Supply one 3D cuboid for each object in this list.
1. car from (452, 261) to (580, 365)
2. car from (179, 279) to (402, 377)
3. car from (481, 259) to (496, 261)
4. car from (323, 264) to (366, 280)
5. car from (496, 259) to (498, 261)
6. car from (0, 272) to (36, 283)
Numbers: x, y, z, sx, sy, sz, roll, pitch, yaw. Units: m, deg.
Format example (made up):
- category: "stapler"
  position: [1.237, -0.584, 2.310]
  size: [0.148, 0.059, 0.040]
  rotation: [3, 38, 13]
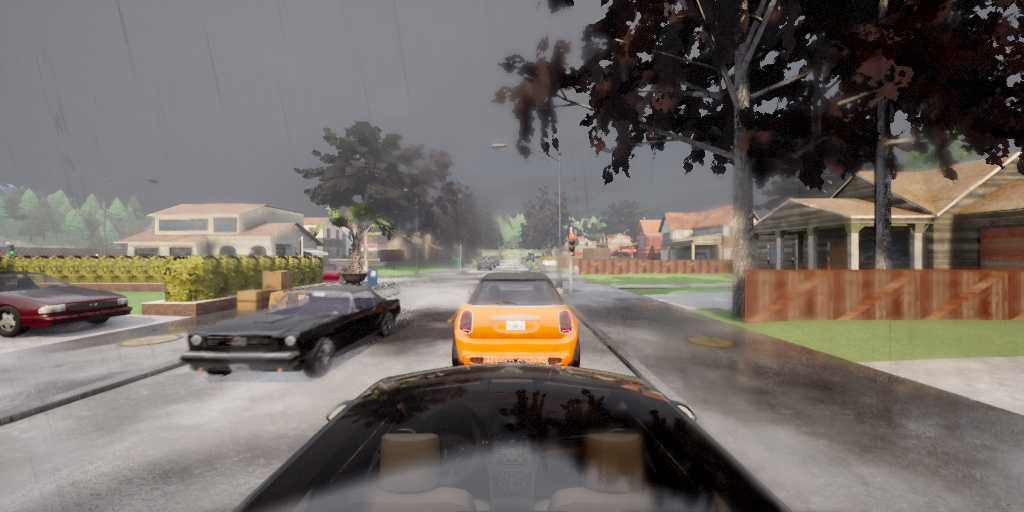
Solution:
- category: "car"
  position: [0.096, 1.102, 7.713]
  size: [2.097, 1.767, 4.553]
  rotation: [0, 0, 1]
- category: "car"
  position: [-3.984, 1.350, 7.527]
  size: [1.895, 1.301, 4.718]
  rotation: [0, 0, 2]
- category: "car"
  position: [-3.692, 1.251, 49.920]
  size: [1.837, 1.490, 4.892]
  rotation: [0, 0, 1]
- category: "car"
  position: [-13.077, 1.311, 26.407]
  size: [4.181, 1.385, 1.994]
  rotation: [0, 0, 0]
- category: "car"
  position: [-3.600, 1.237, 59.260]
  size: [2.128, 1.511, 4.902]
  rotation: [0, 0, 1]
- category: "car"
  position: [-44.655, 1.312, 30.885]
  size: [4.181, 1.385, 1.994]
  rotation: [0, 0, 1]
